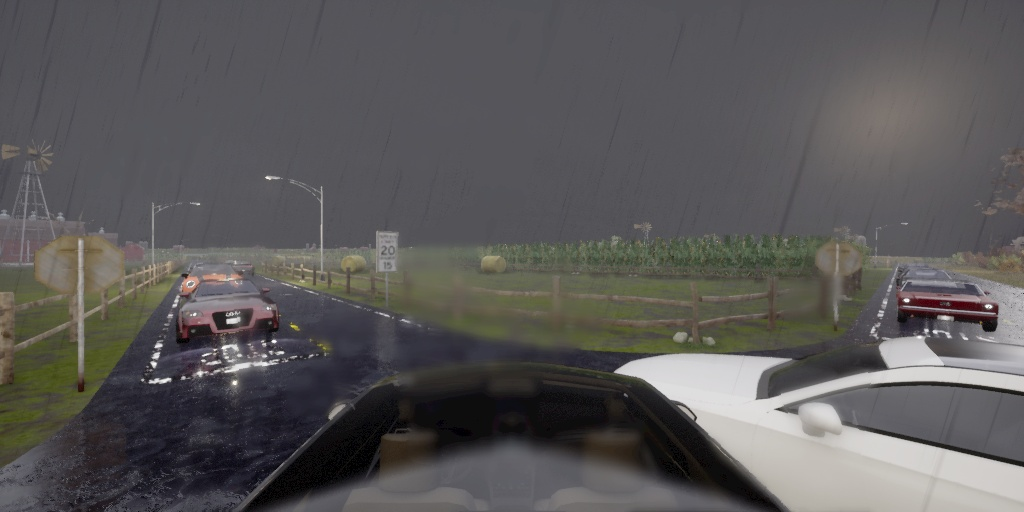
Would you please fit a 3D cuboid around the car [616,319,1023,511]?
[{"bbox_3d":[2.844,1.293,2.333,1.812,1.442,4.674,0,1,-44],"label":"car"}]

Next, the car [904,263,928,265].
[{"bbox_3d":[27.416,1.391,24.144,4.181,1.385,1.994,0,1,-43],"label":"car"}]

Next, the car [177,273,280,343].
[{"bbox_3d":[-7.914,1.353,9.950,1.994,1.385,4.181,0,0,-42],"label":"car"}]

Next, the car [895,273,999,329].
[{"bbox_3d":[13.548,1.393,11.365,4.718,1.301,1.895,0,1,-43],"label":"car"}]

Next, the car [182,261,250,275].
[{"bbox_3d":[-13.672,1.136,16.449,2.097,1.767,4.553,0,0,-42],"label":"car"}]

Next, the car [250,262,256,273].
[{"bbox_3d":[-26.883,1.274,35.716,2.128,1.511,4.902,0,0,-41],"label":"car"}]

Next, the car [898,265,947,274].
[{"bbox_3d":[20.644,1.355,17.909,5.357,1.411,2.033,0,1,-43],"label":"car"}]
